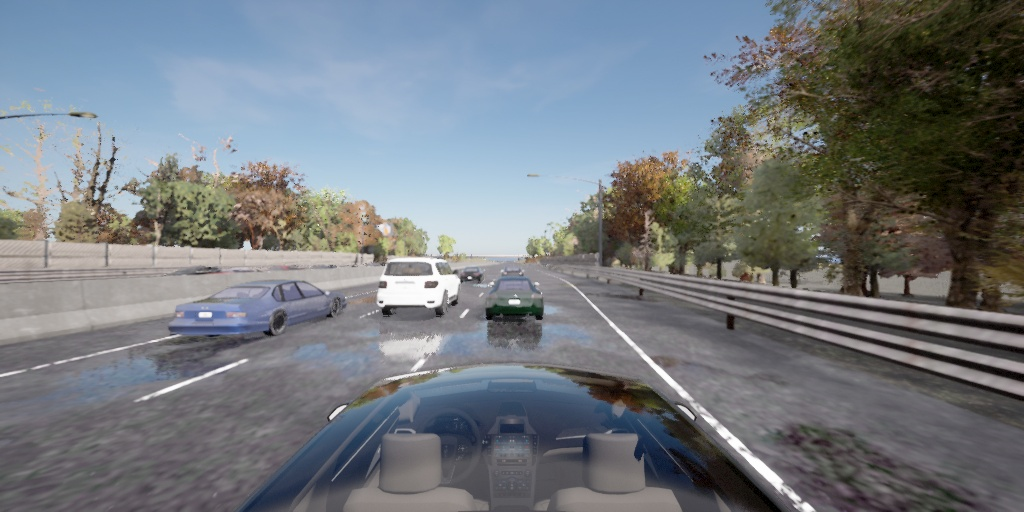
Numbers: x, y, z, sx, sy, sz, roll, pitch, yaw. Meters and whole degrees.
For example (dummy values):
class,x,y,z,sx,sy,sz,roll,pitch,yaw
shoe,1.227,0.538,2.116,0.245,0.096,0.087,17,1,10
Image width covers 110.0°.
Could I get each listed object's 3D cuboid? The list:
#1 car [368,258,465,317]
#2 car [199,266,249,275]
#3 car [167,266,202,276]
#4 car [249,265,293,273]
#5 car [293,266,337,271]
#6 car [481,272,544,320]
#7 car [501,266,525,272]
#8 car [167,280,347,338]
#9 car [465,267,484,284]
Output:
class,x,y,z,sx,sy,sz,roll,pitch,yaw
car,-3.416,1.123,14.137,2.150,2.045,5.566,0,-1,0
car,-24.632,1.729,31.928,1.895,1.301,4.718,0,-1,0
car,-27.963,1.633,31.868,1.837,1.490,4.892,0,-1,-1
car,-21.131,1.617,32.844,1.882,1.535,5.008,0,-1,0
car,-17.631,1.648,33.154,1.837,1.490,4.892,0,-1,0
car,0.082,1.456,13.401,1.994,1.385,4.181,0,-1,0
car,0.064,1.598,30.452,2.128,1.511,4.902,0,-1,0
car,-6.914,1.406,10.595,2.033,1.411,5.357,0,-1,0
car,-3.449,1.645,31.486,1.812,1.442,4.674,0,-1,0
